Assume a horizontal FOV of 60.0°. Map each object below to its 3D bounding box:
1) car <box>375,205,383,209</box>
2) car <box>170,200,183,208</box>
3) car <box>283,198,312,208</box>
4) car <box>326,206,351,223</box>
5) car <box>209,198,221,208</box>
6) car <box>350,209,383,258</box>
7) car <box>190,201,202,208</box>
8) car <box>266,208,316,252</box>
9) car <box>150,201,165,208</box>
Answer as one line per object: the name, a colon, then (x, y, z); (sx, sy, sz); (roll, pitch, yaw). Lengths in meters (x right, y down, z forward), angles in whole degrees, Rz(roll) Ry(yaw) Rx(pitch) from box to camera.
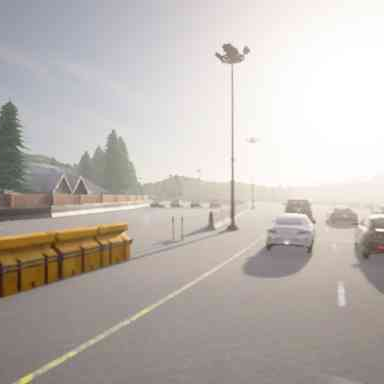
car: (15.894, 1.787, 27.060); (1.837, 1.490, 4.892); (0, 0, 16)
car: (-2.806, 2.168, 60.481); (1.837, 1.490, 4.892); (0, -1, 6)
car: (8.925, 1.524, 28.147); (2.150, 2.045, 5.566); (0, 0, 16)
car: (12.518, 1.858, 27.990); (1.994, 1.385, 4.181); (0, -1, 16)
car: (4.317, 2.019, 61.496); (2.097, 1.767, 4.553); (0, -1, 5)
car: (7.527, 1.643, 13.060); (1.837, 1.490, 4.892); (0, 0, 21)
car: (0.718, 2.260, 60.452); (1.895, 1.301, 4.718); (0, -1, 6)
car: (4.423, 1.683, 14.733); (1.812, 1.442, 4.674); (0, 0, 21)
car: (-6.294, 2.268, 60.518); (1.895, 1.301, 4.718); (0, -1, 6)
